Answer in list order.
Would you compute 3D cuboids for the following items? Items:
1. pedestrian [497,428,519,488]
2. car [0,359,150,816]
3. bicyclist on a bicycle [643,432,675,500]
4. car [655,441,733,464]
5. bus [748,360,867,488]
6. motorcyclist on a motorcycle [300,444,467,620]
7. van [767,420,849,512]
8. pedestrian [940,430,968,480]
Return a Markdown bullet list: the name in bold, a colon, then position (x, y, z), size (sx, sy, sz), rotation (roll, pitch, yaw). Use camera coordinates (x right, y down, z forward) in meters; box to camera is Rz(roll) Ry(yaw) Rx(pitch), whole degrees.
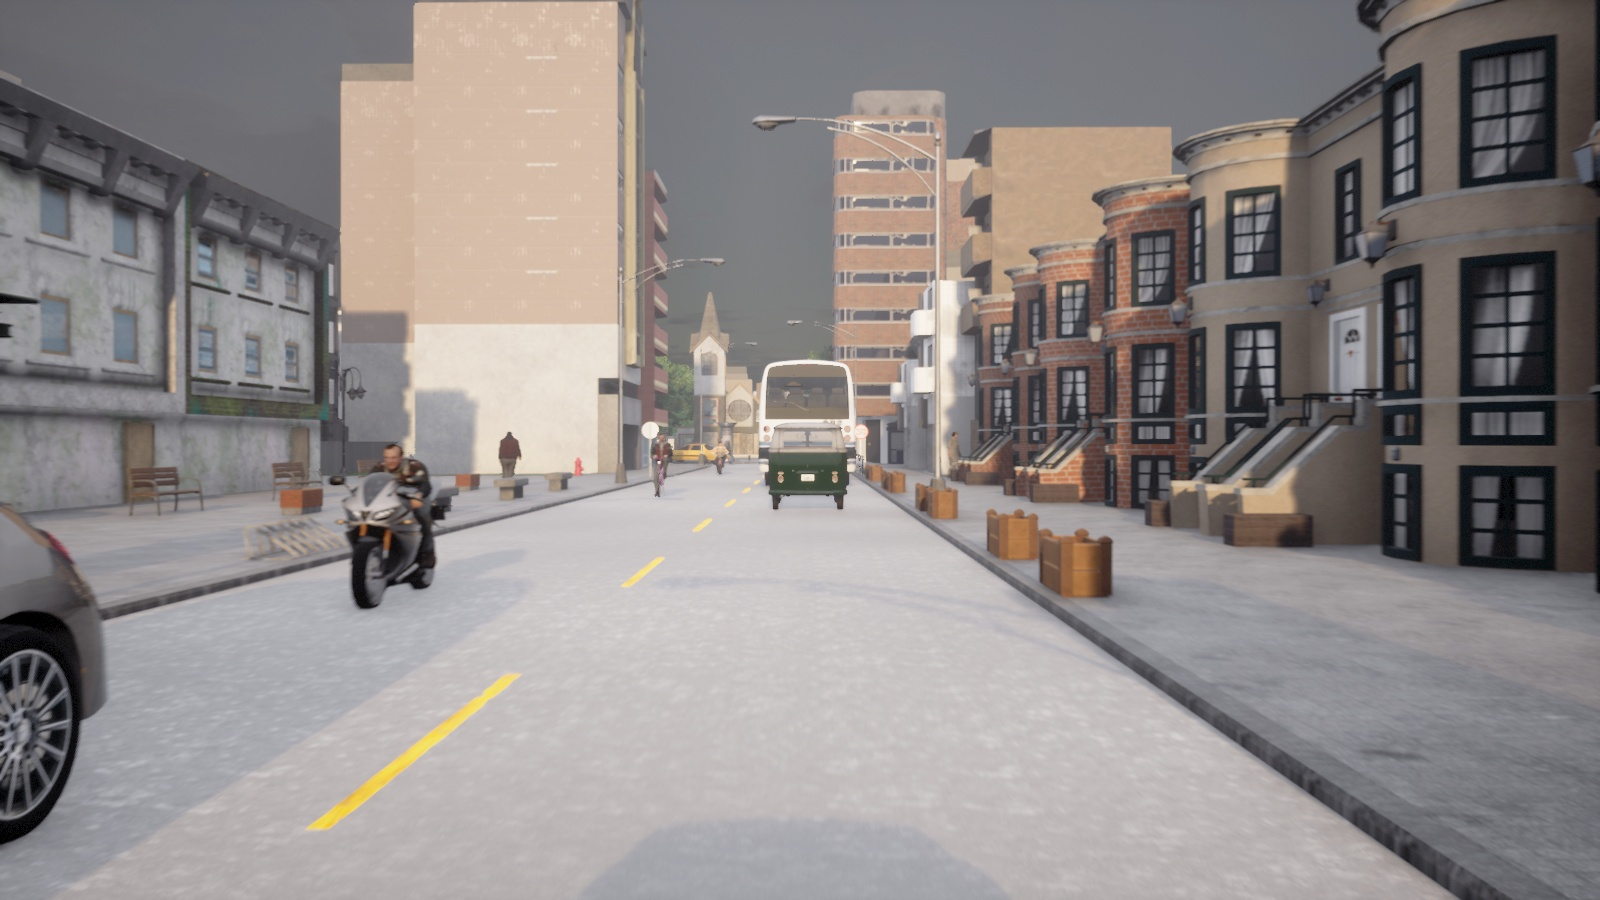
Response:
- **pedestrian**: position (-9.091, 0.230, 39.042), size (0.634, 1.844, 0.899), rotation (0, 0, -15)
- **car**: position (-3.968, 0.505, 3.069), size (2.152, 1.651, 5.027), rotation (0, 0, 0)
- **bicyclist on a bicycle**: position (-3.795, 0.423, 33.977), size (0.659, 1.776, 1.843), rotation (0, 0, 0)
- **car**: position (-7.583, 0.178, 89.612), size (5.366, 1.575, 1.801), rotation (0, 1, 26)
- **bus**: position (0.258, -0.892, 46.793), size (3.944, 4.253, 10.273), rotation (0, 0, 0)
- **motorcyclist on a motorcycle**: position (-3.917, 0.711, 12.033), size (0.866, 1.530, 2.191), rotation (0, 0, 0)
- **van**: position (0.182, 0.334, 29.511), size (1.775, 1.987, 4.442), rotation (0, 0, 0)
- **pedestrian**: position (6.011, 0.187, 48.878), size (0.873, 1.952, 0.659), rotation (0, 0, 35)
